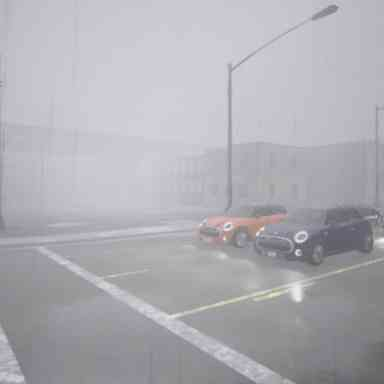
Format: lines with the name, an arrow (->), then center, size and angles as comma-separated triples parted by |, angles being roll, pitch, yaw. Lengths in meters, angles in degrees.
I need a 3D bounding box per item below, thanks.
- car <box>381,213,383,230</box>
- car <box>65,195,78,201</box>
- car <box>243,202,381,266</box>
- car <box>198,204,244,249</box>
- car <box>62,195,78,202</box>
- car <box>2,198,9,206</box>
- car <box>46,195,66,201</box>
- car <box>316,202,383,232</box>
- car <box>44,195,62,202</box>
car -> 11.405, 1.329, 16.671 | 4.674, 1.442, 1.812 | -1, 1, -36
car -> -29.538, 1.470, 81.685 | 1.853, 1.218, 4.536 | 0, 0, -6
car -> 4.232, 1.281, 11.432 | 4.553, 1.767, 2.097 | -1, 0, -36
car -> 2.436, 1.286, 14.454 | 4.553, 1.767, 2.097 | -1, 0, -36
car -> -29.532, 1.628, 81.633 | 2.038, 1.542, 4.974 | 0, 0, -6
car -> -33.485, 1.373, 55.244 | 2.150, 2.045, 5.566 | 0, 0, 29
car -> -33.309, 1.475, 81.539 | 4.536, 1.218, 1.853 | 0, 0, 24
car -> 9.415, 1.371, 19.552 | 4.181, 1.385, 1.994 | -1, 1, -36
car -> -33.261, 1.632, 81.518 | 4.974, 1.542, 2.038 | 0, 0, 24
